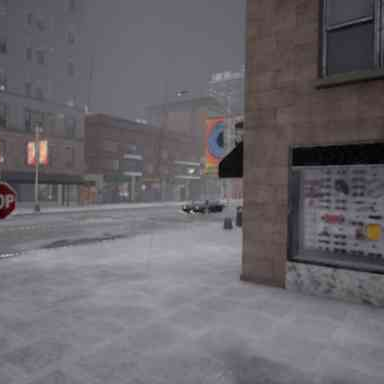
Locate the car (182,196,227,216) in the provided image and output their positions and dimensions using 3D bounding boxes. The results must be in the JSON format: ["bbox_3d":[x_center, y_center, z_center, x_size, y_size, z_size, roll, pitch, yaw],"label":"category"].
[{"bbox_3d":[1.234,1.311,29.221,1.895,1.301,4.718,1,1,35],"label":"car"}]
